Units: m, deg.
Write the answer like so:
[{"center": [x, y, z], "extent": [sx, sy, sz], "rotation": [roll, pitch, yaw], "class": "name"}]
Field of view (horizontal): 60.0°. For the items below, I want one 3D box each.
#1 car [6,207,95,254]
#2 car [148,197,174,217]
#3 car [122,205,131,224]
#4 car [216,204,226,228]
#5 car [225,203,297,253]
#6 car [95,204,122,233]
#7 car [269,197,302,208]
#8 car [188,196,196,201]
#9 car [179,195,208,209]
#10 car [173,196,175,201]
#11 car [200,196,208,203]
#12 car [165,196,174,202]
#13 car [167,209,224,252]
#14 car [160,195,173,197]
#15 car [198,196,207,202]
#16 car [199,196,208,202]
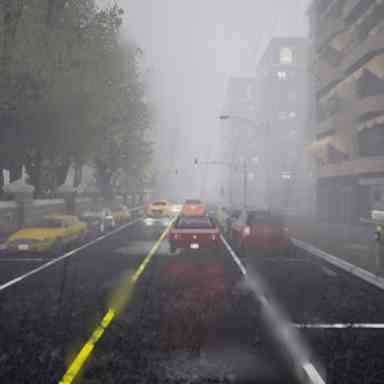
[{"center": [-5.694, 1.545, 13.636], "extent": [1.752, 1.417, 4.829], "rotation": [0, 0, 0], "class": "car"}, {"center": [-3.044, 1.533, 31.953], "extent": [1.882, 1.535, 5.008], "rotation": [0, 0, 1], "class": "car"}, {"center": [-5.696, 1.566, 24.898], "extent": [1.752, 1.417, 4.829], "rotation": [0, 0, 0], "class": "car"}, {"center": [2.686, 1.596, 19.439], "extent": [1.947, 1.339, 4.313], "rotation": [0, 0, 0], "class": "car"}, {"center": [2.686, 1.461, 13.808], "extent": [1.967, 1.590, 4.097], "rotation": [0, 0, 0], "class": "car"}, {"center": [-5.694, 1.581, 19.437], "extent": [2.008, 1.369, 4.403], "rotation": [0, 0, 0], "class": "car"}, {"center": [14.608, 1.687, 52.063], "extent": [5.009, 1.841, 2.192], "rotation": [1, -1, 0], "class": "car"}, {"center": [-0.011, 1.754, 89.815], "extent": [1.895, 1.301, 4.718], "rotation": [0, 0, 0], "class": "car"}, {"center": [0.095, 1.406, 31.276], "extent": [2.097, 1.767, 4.553], "rotation": [0, 0, 0], "class": "car"}, {"center": [-5.704, 1.609, 79.704], "extent": [1.967, 1.590, 4.097], "rotation": [0, 0, 0], "class": "car"}, {"center": [2.678, 1.680, 74.340], "extent": [1.752, 1.417, 4.829], "rotation": [0, 0, 0], "class": "car"}, {"center": [-5.704, 1.729, 85.239], "extent": [1.887, 1.381, 4.507], "rotation": [0, 0, 0], "class": "car"}, {"center": [0.100, 1.622, 13.973], "extent": [1.895, 1.301, 4.718], "rotation": [0, 0, 0], "class": "car"}, {"center": [-5.703, 1.454, 68.634], "extent": [2.192, 1.841, 5.009], "rotation": [0, 0, 0], "class": "car"}, {"center": [2.676, 1.736, 85.241], "extent": [2.008, 1.369, 4.403], "rotation": [0, 0, 0], "class": "car"}, {"center": [2.677, 1.714, 79.705], "extent": [1.887, 1.381, 4.507], "rotation": [0, 0, 0], "class": "car"}]
